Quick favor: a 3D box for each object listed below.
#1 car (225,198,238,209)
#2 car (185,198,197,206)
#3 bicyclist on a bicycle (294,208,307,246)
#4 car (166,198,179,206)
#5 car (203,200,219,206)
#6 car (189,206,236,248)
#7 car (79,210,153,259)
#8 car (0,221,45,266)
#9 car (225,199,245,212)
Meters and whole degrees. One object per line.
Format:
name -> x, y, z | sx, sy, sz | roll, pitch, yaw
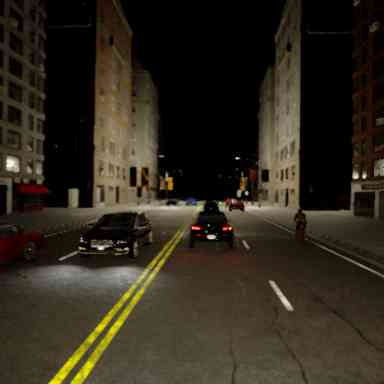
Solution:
car -> 6.074, 1.775, 51.527 | 1.812, 1.442, 4.674 | 1, 0, 3
car -> -0.119, 1.693, 57.191 | 1.882, 1.535, 5.008 | 1, 0, 3
bicyclist on a bicycle -> 4.935, 1.566, 15.156 | 0.582, 1.620, 1.656 | 1, 0, 3
car -> -3.374, 1.745, 57.223 | 1.895, 1.301, 4.718 | 1, 0, 3
car -> 2.252, 1.683, 39.622 | 1.812, 1.442, 4.674 | 1, 0, 3
car -> 0.882, 1.585, 15.078 | 1.812, 1.442, 4.674 | 1, 0, 3
car -> -2.701, 1.509, 12.782 | 1.837, 1.490, 4.892 | 1, 0, 3
car -> -6.150, 1.549, 9.363 | 1.895, 1.301, 4.718 | 1, 0, 3
car -> 5.656, 1.704, 42.442 | 2.128, 1.511, 4.902 | 1, 0, 4
